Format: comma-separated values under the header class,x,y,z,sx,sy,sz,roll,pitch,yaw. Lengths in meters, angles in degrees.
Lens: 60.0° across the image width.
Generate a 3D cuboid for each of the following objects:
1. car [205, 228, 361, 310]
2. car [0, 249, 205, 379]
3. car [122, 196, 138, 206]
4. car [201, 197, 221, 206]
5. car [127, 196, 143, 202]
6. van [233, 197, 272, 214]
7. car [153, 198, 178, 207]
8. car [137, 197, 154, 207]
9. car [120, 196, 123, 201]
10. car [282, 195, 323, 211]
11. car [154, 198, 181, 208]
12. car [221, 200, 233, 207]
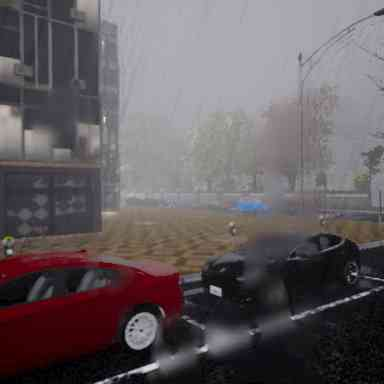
class,x,y,z,sx,sy,sz,roll,pitch,yaw
car,2.244,1.570,7.800,4.313,1.339,1.947,0,-1,-35
car,-2.226,1.545,4.522,4.507,1.381,1.887,0,-1,-35
car,-9.993,1.739,58.721,1.947,1.339,4.313,-1,0,-36
car,3.342,1.575,54.428,1.752,1.417,4.829,-1,0,-36
car,-13.282,1.654,76.907,1.887,1.381,4.507,-1,0,-36
van,6.734,1.458,36.096,1.690,1.788,3.998,-1,0,-36
car,-4.459,1.729,55.748,1.895,1.301,4.718,-1,0,-36
car,-6.647,1.727,54.196,1.947,1.339,4.313,-1,0,-36
car,-16.626,1.673,81.440,2.008,1.369,4.403,-1,0,-36
car,13.474,1.332,40.721,2.192,1.841,5.009,-1,0,-36
car,-3.301,1.700,49.672,2.008,1.369,4.403,-1,0,-36
car,6.788,1.621,49.768,1.802,1.307,4.206,-1,0,-36
